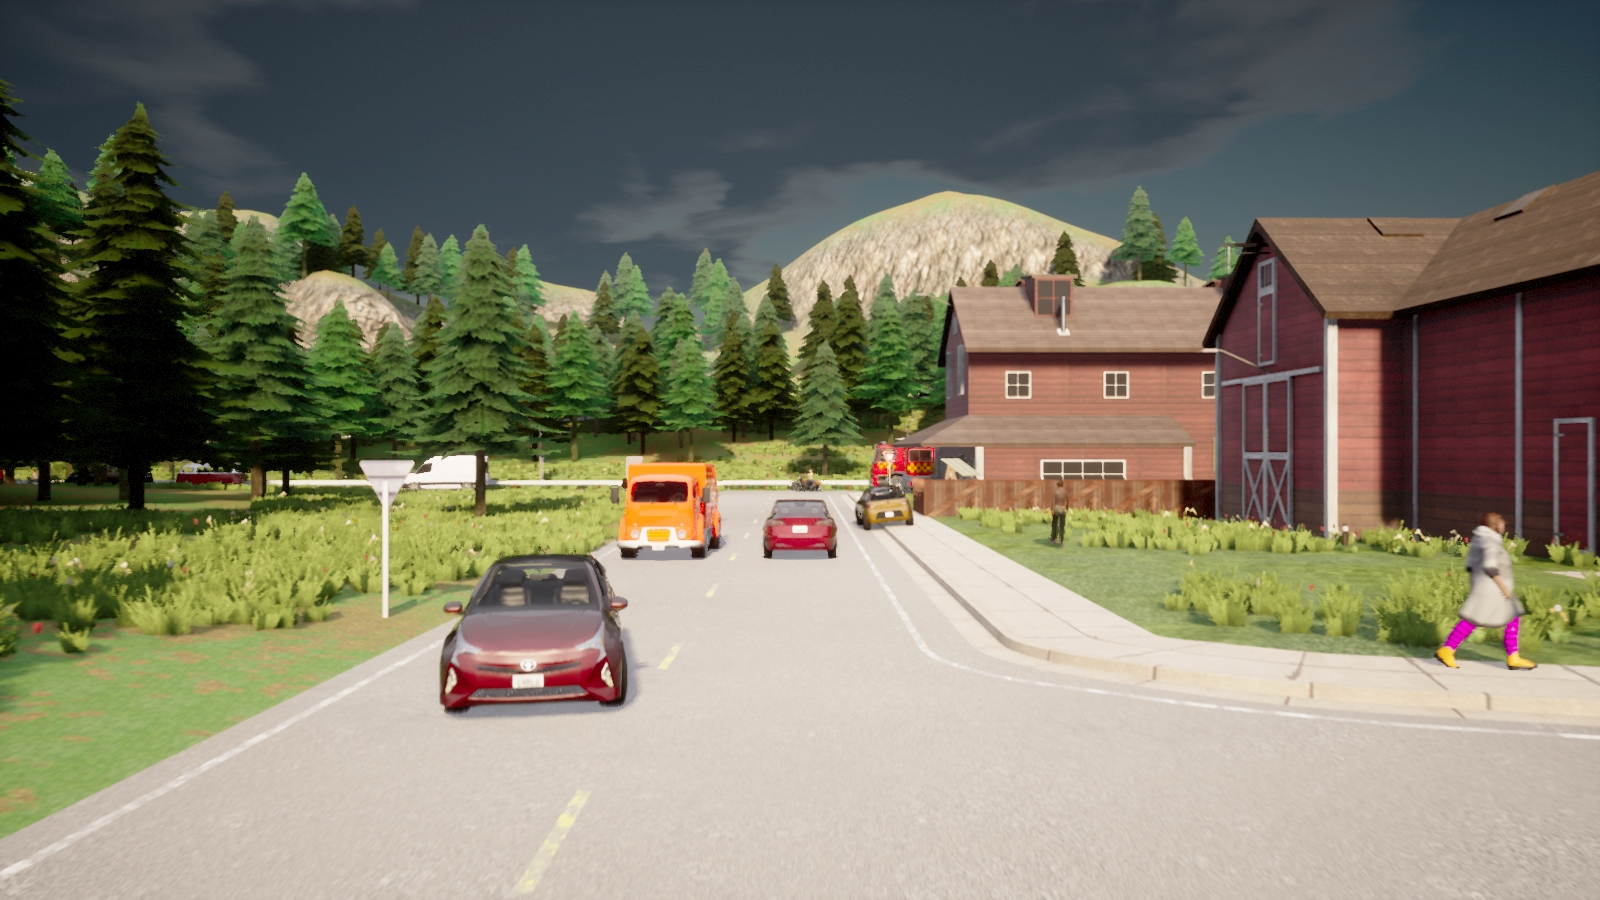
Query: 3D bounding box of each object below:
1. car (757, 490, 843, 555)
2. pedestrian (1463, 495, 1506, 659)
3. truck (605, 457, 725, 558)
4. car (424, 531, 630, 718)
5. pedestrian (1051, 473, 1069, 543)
[{"bbox_3d":[0.002,1.925,31.393,2.163,1.488,4.792,0,0,0],"label":"car"},{"bbox_3d":[7.948,1.458,13.280,0.375,1.860,0.375,0,0,22],"label":"pedestrian"},{"bbox_3d":[-3.497,1.436,30.790,2.627,2.467,5.204,0,0,0],"label":"truck"},{"bbox_3d":[-3.080,1.889,13.677,2.007,1.525,4.514,0,0,-9],"label":"car"},{"bbox_3d":[6.976,1.542,30.669,0.375,1.860,0.375,0,0,-1],"label":"pedestrian"}]
